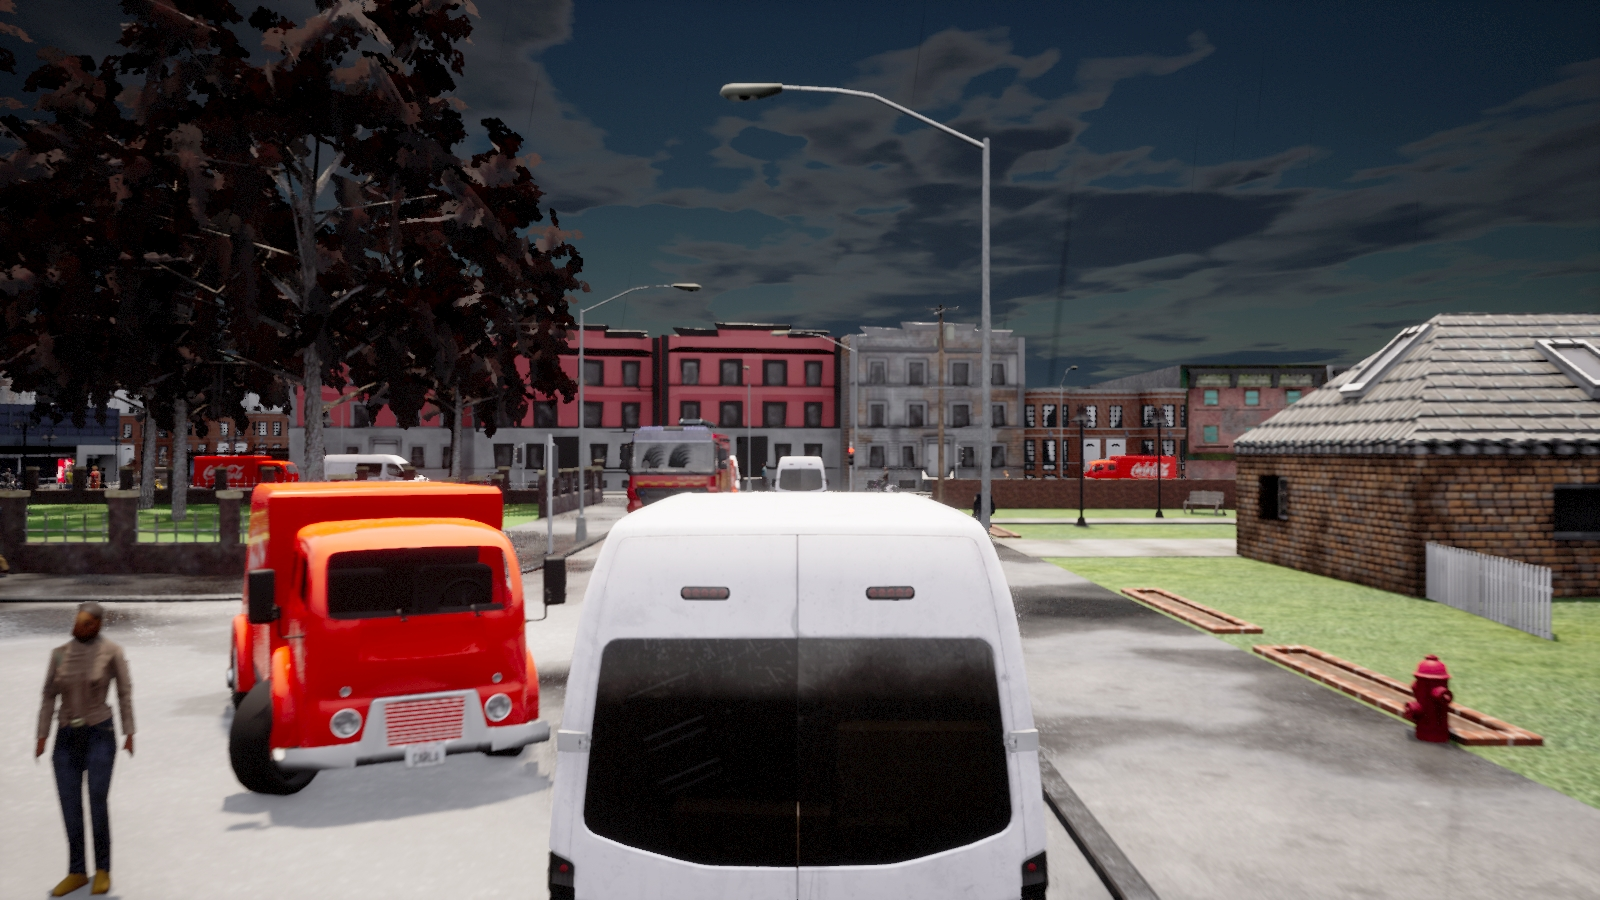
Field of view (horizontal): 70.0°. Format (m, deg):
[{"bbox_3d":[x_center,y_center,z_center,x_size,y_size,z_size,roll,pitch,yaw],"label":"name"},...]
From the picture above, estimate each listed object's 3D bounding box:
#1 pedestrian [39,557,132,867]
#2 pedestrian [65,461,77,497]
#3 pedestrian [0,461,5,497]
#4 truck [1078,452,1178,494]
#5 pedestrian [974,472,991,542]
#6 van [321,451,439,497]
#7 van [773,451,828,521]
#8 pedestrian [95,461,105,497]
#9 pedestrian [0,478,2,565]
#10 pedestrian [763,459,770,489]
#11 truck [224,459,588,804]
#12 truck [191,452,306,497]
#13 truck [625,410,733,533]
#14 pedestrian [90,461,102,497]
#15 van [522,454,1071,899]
[{"bbox_3d":[-4.506,1.629,7.219,0.375,1.860,0.375,0,0,-6],"label":"pedestrian"},{"bbox_3d":[-37.912,1.524,59.442,0.375,1.860,0.375,0,0,-2],"label":"pedestrian"},{"bbox_3d":[-41.671,1.525,59.401,0.375,1.860,0.375,0,0,0],"label":"pedestrian"},{"bbox_3d":[19.548,1.348,68.241,5.204,2.467,2.627,0,0,0],"label":"truck"},{"bbox_3d":[4.899,1.524,30.650,0.375,1.860,0.375,0,0,-4],"label":"pedestrian"},{"bbox_3d":[-23.573,1.315,64.232,5.915,2.561,1.988,0,0,0],"label":"van"},{"bbox_3d":[0.021,1.314,44.458,1.988,2.561,5.915,0,0,0],"label":"van"},{"bbox_3d":[-36.774,1.526,60.040,0.375,1.860,0.375,0,0,-22],"label":"pedestrian"},{"bbox_3d":[-17.269,1.526,24.281,0.375,1.860,0.375,0,0,0],"label":"pedestrian"},{"bbox_3d":[-2.124,1.523,72.730,0.375,1.860,0.375,0,0,3],"label":"pedestrian"},{"bbox_3d":[-4.148,1.348,11.257,2.627,2.467,5.204,0,0,-28],"label":"truck"},{"bbox_3d":[-30.944,1.348,64.211,5.204,2.467,2.627,0,0,0],"label":"truck"},{"bbox_3d":[-4.026,0.670,39.784,2.891,3.827,8.468,0,0,0],"label":"truck"},{"bbox_3d":[-36.645,1.522,59.438,0.375,1.860,0.375,0,0,7],"label":"pedestrian"},{"bbox_3d":[-0.030,1.314,7.100,1.988,2.561,5.915,0,0,0],"label":"van"}]
